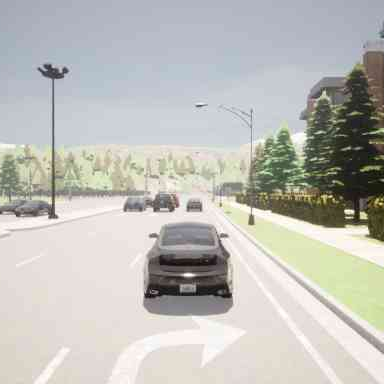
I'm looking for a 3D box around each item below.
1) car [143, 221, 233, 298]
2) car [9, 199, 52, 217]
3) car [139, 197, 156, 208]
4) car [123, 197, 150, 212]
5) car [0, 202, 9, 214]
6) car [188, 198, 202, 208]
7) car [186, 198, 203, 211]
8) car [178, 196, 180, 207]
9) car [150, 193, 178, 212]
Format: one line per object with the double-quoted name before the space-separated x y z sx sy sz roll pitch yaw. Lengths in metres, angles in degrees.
"car" -0.085 1.504 8.473 1.837 1.490 4.892 0 0 0
"car" -14.897 1.526 31.595 1.812 1.442 4.674 0 0 1
"car" -6.554 1.505 49.464 1.837 1.490 4.892 0 0 1
"car" -6.705 1.352 39.537 2.097 1.767 4.553 0 0 1
"car" -18.349 1.526 35.005 1.812 1.442 4.674 0 0 1
"car" 0.450 1.564 49.671 1.994 1.385 4.181 0 0 1
"car" 0.297 1.492 39.606 2.128 1.511 4.902 0 0 1
"car" -3.054 1.221 49.441 2.150 2.045 5.566 0 0 1
"car" -3.216 1.221 38.798 2.150 2.045 5.566 0 0 1
